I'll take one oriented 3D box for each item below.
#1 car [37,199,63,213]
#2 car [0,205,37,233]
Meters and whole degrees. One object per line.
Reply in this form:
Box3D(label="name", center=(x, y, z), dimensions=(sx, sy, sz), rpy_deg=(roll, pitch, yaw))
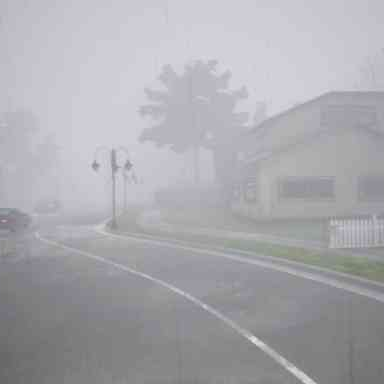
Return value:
Box3D(label="car", center=(-17.261, 1.594, 40.238), dimensions=(2.097, 1.767, 4.553), rpy_deg=(-1, 0, -6))
Box3D(label="car", center=(-11.499, 1.696, 20.625), dimensions=(2.033, 1.411, 5.357), rpy_deg=(-1, 0, -14))
